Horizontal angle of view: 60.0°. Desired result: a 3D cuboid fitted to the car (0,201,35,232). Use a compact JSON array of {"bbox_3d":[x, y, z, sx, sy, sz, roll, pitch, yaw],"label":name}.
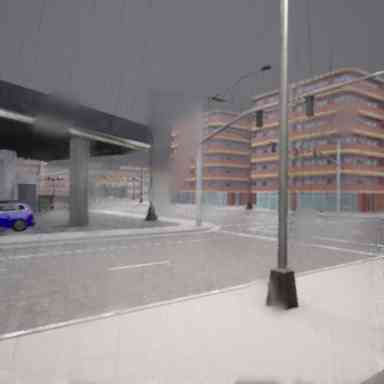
[{"bbox_3d":[-10.956,1.310,17.810,4.611,1.667,2.242,1,0,-35],"label":"car"}]
